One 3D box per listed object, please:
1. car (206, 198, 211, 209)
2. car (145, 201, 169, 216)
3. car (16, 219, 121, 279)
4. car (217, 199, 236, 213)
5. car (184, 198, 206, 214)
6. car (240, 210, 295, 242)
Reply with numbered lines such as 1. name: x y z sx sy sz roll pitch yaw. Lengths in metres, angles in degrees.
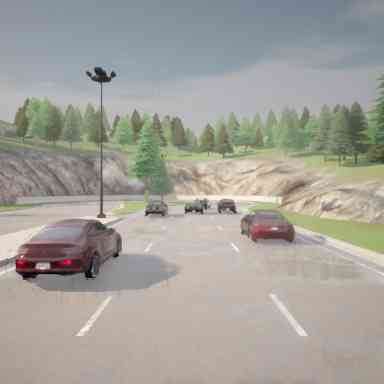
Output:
1. car: 1.356 1.492 44.379 2.128 1.511 4.902 0 0 12
2. car: -3.353 1.548 32.238 2.033 1.411 5.357 0 0 1
3. car: -3.400 1.526 9.897 1.812 1.442 4.674 0 0 0
4. car: 3.794 1.503 36.550 1.837 1.490 4.892 0 -1 3
5. car: 0.255 1.601 35.163 1.895 1.301 4.718 0 0 2
6. car: 3.600 1.564 16.468 1.994 1.385 4.181 0 0 0
